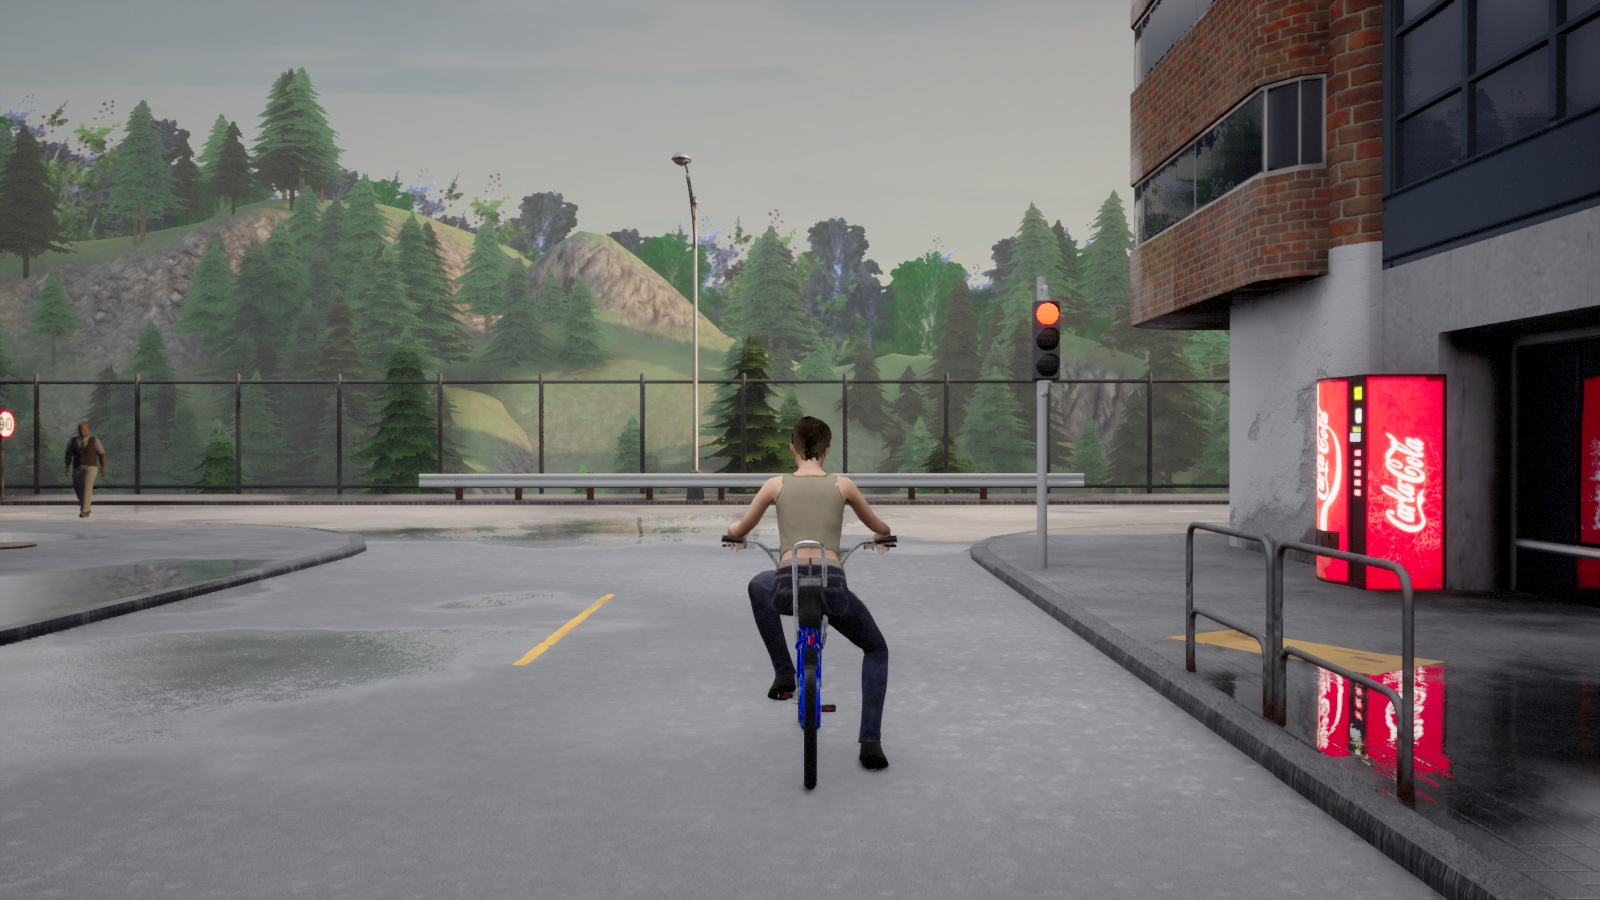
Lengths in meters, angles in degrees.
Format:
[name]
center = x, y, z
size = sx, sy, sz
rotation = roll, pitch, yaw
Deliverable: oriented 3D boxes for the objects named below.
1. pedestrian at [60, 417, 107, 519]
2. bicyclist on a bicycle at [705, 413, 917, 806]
[pedestrian]
center = -13.607, 0.333, 23.856
size = 0.563, 1.883, 0.849
rotation = 0, 0, -13
[bicyclist on a bicycle]
center = 0.045, 0.650, 5.896
size = 0.866, 1.612, 1.509
rotation = 0, 0, 0
